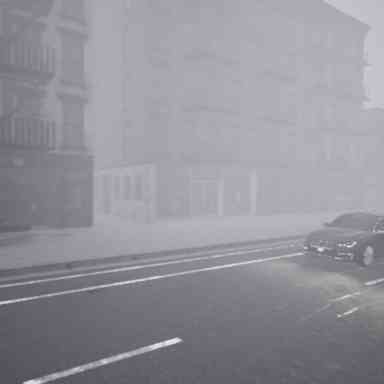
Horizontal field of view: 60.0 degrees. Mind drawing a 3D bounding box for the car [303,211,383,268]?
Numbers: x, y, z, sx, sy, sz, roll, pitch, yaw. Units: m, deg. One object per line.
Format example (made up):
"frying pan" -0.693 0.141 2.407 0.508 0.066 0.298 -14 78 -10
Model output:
"car" 5.746 1.414 11.023 4.892 1.490 1.837 0 1 -34
